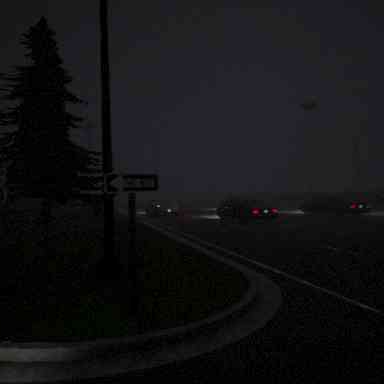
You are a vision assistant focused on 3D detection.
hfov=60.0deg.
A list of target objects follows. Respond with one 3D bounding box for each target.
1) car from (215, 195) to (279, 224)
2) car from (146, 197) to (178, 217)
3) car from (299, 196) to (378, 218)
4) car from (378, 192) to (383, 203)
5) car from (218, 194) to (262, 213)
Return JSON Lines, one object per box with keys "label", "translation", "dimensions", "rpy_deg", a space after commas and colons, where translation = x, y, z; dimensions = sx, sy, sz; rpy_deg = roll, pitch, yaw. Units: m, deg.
{"label": "car", "translation": [3.321, 1.132, 21.179], "dimensions": [2.033, 1.411, 5.357], "rpy_deg": [-2, 1, -20]}
{"label": "car", "translation": [-2.492, 1.138, 26.983], "dimensions": [1.812, 1.442, 4.674], "rpy_deg": [-2, 1, -20]}
{"label": "car", "translation": [9.906, 0.957, 23.550], "dimensions": [2.033, 1.411, 5.357], "rpy_deg": [-2, 1, -20]}
{"label": "car", "translation": [19.621, 0.335, 29.567], "dimensions": [5.566, 2.045, 2.150], "rpy_deg": [-1, 1, 28]}
{"label": "car", "translation": [4.094, 0.964, 29.349], "dimensions": [1.812, 1.442, 4.674], "rpy_deg": [-2, 1, -20]}
